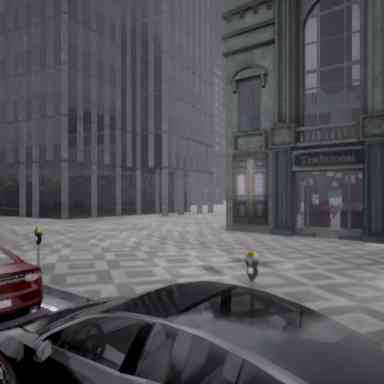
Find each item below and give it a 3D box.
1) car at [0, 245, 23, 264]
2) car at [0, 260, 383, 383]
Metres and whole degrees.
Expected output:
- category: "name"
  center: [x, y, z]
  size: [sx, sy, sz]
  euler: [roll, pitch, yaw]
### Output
- category: "car"
  center: [-4.623, 1.544, 6.264]
  size: [4.507, 1.381, 1.887]
  euler: [0, 0, 36]
- category: "car"
  center: [-0.216, 1.564, 3.120]
  size: [4.313, 1.339, 1.947]
  euler: [0, 0, 36]
